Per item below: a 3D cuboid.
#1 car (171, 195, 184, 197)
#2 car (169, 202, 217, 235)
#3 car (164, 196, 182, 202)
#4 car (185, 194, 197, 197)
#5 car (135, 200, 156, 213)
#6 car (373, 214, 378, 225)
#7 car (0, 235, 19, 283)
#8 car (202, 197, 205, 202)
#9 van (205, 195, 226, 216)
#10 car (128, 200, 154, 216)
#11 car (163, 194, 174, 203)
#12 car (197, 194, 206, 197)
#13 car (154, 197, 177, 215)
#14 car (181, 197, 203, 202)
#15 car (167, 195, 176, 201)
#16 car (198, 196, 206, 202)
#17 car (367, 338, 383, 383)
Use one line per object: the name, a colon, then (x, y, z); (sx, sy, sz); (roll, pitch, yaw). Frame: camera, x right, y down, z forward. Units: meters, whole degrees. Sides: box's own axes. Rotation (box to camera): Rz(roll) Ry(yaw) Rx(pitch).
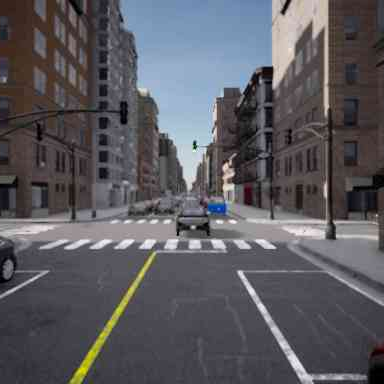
car: (-2.896, 1.782, 69.465); (1.812, 1.442, 4.674); (0, -1, 0)
car: (0.061, 1.559, 19.113); (2.128, 1.511, 4.902); (0, 0, 0)
car: (-2.923, 1.714, 51.309); (1.994, 1.385, 4.181); (0, 0, 0)
car: (-0.158, 1.798, 74.758); (1.895, 1.301, 4.718); (0, 0, 0)
car: (-5.472, 1.663, 39.844); (1.887, 1.381, 4.507); (0, 0, 0)
car: (14.733, 1.638, 22.055); (5.008, 1.535, 1.882); (0, 0, 0)
car: (-5.402, 1.574, 7.081); (2.008, 1.369, 4.403); (0, 0, 0)
car: (2.542, 1.715, 45.550); (1.802, 1.307, 4.206); (0, 0, 0)
van: (2.565, 1.441, 34.189); (1.690, 1.788, 3.998); (0, 0, 0)
car: (-5.460, 1.653, 34.163); (2.008, 1.369, 4.403); (0, 0, 0)
car: (-5.556, 1.530, 79.618); (2.192, 1.841, 5.009); (0, 0, 0)
car: (2.506, 1.490, 62.596); (2.192, 1.841, 5.009); (0, 0, 0)
car: (-2.917, 1.609, 35.532); (1.837, 1.490, 4.892); (0, 0, 0)
car: (0.006, 1.675, 43.551); (2.033, 1.411, 5.357); (0, 0, 0)
car: (-5.580, 1.680, 90.981); (1.967, 1.590, 4.097); (0, 0, 0)
car: (2.457, 1.776, 85.320); (2.008, 1.369, 4.403); (0, 0, 0)
car: (2.635, 1.445, 1.589); (1.967, 1.590, 4.097); (0, 0, 0)
